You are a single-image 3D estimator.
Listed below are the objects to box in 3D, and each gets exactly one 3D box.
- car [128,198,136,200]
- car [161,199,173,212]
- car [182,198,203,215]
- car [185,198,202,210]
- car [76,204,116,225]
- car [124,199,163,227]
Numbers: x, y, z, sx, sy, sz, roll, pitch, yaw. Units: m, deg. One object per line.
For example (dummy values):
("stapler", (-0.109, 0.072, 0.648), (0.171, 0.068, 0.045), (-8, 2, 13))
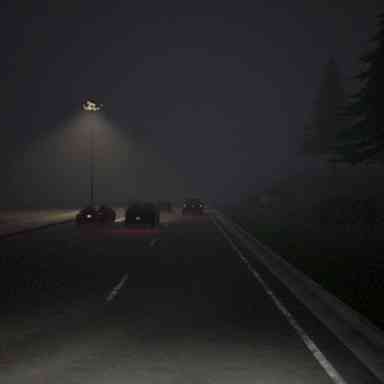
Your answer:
("car", (-6.859, 1.552, 40.085), (1.837, 1.490, 4.892), (0, 0, 1))
("car", (-3.357, 1.539, 40.046), (2.128, 1.511, 4.902), (0, 0, 1))
("car", (0.096, 1.393, 34.795), (2.097, 1.767, 4.553), (0, 0, 0))
("car", (0.243, 1.544, 44.014), (2.128, 1.511, 4.902), (0, 0, 2))
("car", (-6.900, 1.592, 24.294), (1.994, 1.385, 4.181), (0, 0, 0))
("car", (-3.399, 1.505, 23.358), (1.882, 1.535, 5.008), (0, 0, 0))
